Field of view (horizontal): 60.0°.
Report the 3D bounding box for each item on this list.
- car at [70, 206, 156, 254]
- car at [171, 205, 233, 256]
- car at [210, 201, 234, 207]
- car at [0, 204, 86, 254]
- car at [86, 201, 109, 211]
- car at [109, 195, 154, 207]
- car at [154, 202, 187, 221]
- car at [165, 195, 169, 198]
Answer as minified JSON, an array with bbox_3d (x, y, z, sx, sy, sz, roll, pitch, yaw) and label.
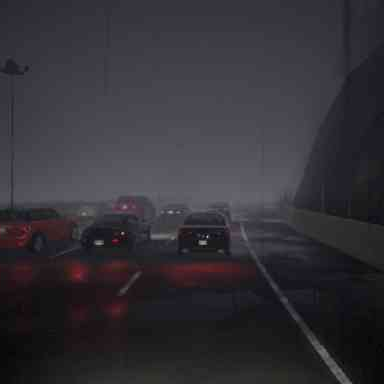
[{"bbox_3d":[-2.931,1.530,13.449,1.812,1.442,4.674,0,0,5],"label":"car"},{"bbox_3d":[0.557,1.482,13.160,1.882,1.535,5.008,0,0,5],"label":"car"},{"bbox_3d":[2.252,1.492,26.737,2.128,1.511,4.902,0,0,10],"label":"car"},{"bbox_3d":[-6.421,1.363,13.707,2.097,1.767,4.553,0,0,5],"label":"car"},{"bbox_3d":[-8.103,1.530,28.471,1.812,1.442,4.674,0,0,10],"label":"car"},{"bbox_3d":[-4.647,1.255,27.922,2.150,2.045,5.566,0,0,10],"label":"car"},{"bbox_3d":[-1.200,1.560,27.315,2.033,1.411,5.357,0,0,10],"label":"car"},{"bbox_3d":[-6.833,1.484,87.250,2.128,1.511,4.902,0,0,27],"label":"car"}]
